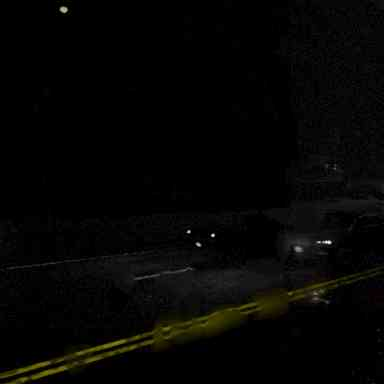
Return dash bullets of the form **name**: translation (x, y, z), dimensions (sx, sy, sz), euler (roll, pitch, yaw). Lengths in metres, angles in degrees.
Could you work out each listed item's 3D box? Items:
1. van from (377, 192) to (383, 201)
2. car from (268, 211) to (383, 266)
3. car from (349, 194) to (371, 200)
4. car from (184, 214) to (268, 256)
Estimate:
- **van**: translation (38.023, 0.887, 64.217), dimensions (1.690, 1.788, 3.998), euler (-1, 1, -35)
- **car**: translation (5.177, 1.433, 11.370), dimensions (4.902, 1.511, 2.128), euler (0, 0, -35)
- **car**: translation (34.749, 1.099, 68.821), dimensions (1.802, 1.307, 4.206), euler (-1, 1, -35)
- **car**: translation (2.039, 1.551, 13.123), dimensions (4.718, 1.301, 1.895), euler (0, 0, -36)
